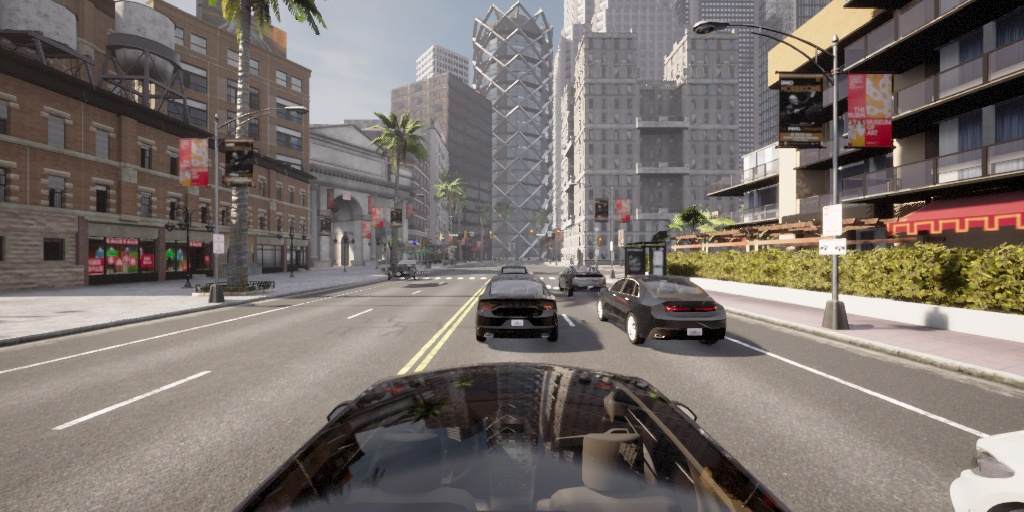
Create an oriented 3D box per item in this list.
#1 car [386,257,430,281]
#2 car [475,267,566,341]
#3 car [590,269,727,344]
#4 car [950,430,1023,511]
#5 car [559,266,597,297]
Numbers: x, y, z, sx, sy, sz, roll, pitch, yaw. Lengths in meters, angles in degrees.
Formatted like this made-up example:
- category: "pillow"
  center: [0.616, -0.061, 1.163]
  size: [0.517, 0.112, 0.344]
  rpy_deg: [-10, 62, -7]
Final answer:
- category: "car"
  center: [-7.000, 0.843, 24.579]
  size: [1.882, 1.535, 5.008]
  rpy_deg: [0, 0, 0]
- category: "car"
  center: [0.109, 1.228, 9.878]
  size: [1.882, 1.535, 5.008]
  rpy_deg: [0, 0, 0]
- category: "car"
  center: [3.609, 1.255, 9.523]
  size: [1.837, 1.490, 4.892]
  rpy_deg: [0, 0, 0]
- category: "car"
  center: [3.662, 1.276, 0.218]
  size: [1.812, 1.442, 4.674]
  rpy_deg: [0, 0, -1]
- category: "car"
  center: [3.602, 1.241, 18.929]
  size: [2.128, 1.511, 4.902]
  rpy_deg: [0, 0, 0]
